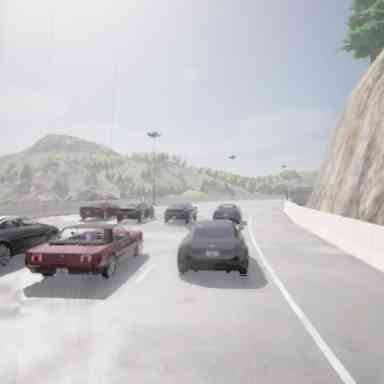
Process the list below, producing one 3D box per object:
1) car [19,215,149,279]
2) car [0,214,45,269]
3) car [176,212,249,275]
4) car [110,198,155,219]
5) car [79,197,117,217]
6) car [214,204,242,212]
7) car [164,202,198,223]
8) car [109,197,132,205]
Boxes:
[{"bbox_3d":[-2.851,1.596,10.076,1.895,1.301,4.718,0,0,5],"label":"car"},{"bbox_3d":[-6.255,1.482,11.152,2.128,1.511,4.902,0,0,6],"label":"car"},{"bbox_3d":[0.715,1.560,10.532,1.994,1.385,4.181,0,0,6],"label":"car"},{"bbox_3d":[-4.267,1.496,25.858,1.837,1.490,4.892,0,0,10],"label":"car"},{"bbox_3d":[-7.473,1.464,27.752,1.882,1.535,5.008,0,0,11],"label":"car"},{"bbox_3d":[2.739,1.558,25.243,1.994,1.385,4.181,0,0,11],"label":"car"},{"bbox_3d":[-0.788,1.498,25.419,1.837,1.490,4.892,0,1,10],"label":"car"},{"bbox_3d":[-12.968,1.573,60.848,1.895,1.301,4.718,0,0,20],"label":"car"}]
